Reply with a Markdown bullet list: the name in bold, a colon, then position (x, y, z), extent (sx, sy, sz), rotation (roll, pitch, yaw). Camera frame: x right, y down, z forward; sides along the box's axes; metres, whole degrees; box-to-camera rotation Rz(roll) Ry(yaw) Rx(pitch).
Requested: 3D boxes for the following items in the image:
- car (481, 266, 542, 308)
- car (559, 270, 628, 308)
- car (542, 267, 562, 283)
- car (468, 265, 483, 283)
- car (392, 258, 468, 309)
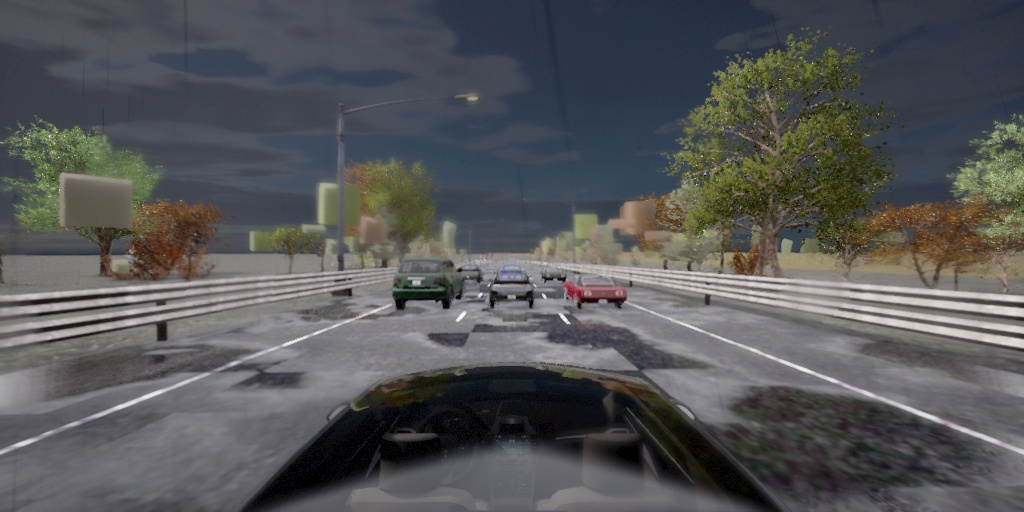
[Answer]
- **car**: position (-0.004, 1.376, 16.138), extent (2.128, 1.511, 4.902), rotation (0, 0, 0)
- **car**: position (3.494, 1.483, 15.949), extent (1.895, 1.301, 4.718), rotation (0, 0, 0)
- **car**: position (3.485, 1.625, 30.948), extent (1.895, 1.301, 4.718), rotation (0, -1, 0)
- **car**: position (-3.513, 1.518, 31.142), extent (2.128, 1.511, 4.902), rotation (0, 0, 0)
- **car**: position (-3.508, 1.098, 15.864), extent (2.150, 2.045, 5.566), rotation (0, 0, 0)
